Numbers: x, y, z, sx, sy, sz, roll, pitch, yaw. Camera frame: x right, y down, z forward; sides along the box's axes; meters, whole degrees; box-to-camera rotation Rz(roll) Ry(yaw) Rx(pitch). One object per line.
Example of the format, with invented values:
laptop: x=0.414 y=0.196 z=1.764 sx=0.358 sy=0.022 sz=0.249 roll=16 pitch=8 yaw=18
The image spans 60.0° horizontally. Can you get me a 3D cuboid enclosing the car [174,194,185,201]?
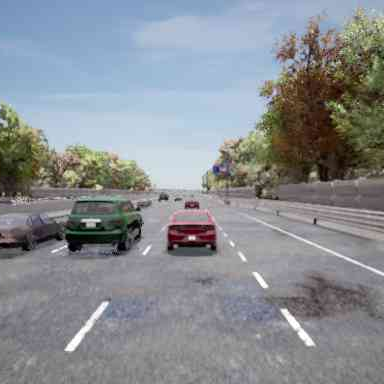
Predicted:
car: x=-3.486 y=1.680 z=89.367 sx=1.895 sy=1.301 sz=4.718 roll=0 pitch=0 yaw=0

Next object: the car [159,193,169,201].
car: x=-6.987 y=1.304 z=83.298 sx=2.150 sy=2.045 sz=5.566 roll=0 pitch=0 yaw=0

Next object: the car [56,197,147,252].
car: x=-3.495 y=1.235 z=14.169 sx=2.150 sy=2.045 sz=5.566 roll=0 pitch=0 yaw=0

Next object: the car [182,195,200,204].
car: x=0.008 y=1.519 z=43.797 sx=1.882 sy=1.535 sz=5.008 roll=0 pitch=0 yaw=0

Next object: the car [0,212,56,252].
car: x=-6.999 y=1.561 z=13.987 sx=2.033 sy=1.411 sz=5.357 roll=0 pitch=0 yaw=0

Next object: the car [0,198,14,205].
car: x=-17.574 y=1.378 z=29.324 sx=2.097 sy=1.767 sz=4.553 roll=0 pitch=0 yaw=0

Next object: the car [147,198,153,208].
car: x=-6.995 y=1.593 z=49.193 sx=2.033 sy=1.411 sz=5.357 roll=0 pitch=0 yaw=0

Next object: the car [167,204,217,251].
car: x=0.001 y=1.491 z=14.306 sx=1.882 sy=1.535 sz=5.008 roll=0 pitch=0 yaw=0
